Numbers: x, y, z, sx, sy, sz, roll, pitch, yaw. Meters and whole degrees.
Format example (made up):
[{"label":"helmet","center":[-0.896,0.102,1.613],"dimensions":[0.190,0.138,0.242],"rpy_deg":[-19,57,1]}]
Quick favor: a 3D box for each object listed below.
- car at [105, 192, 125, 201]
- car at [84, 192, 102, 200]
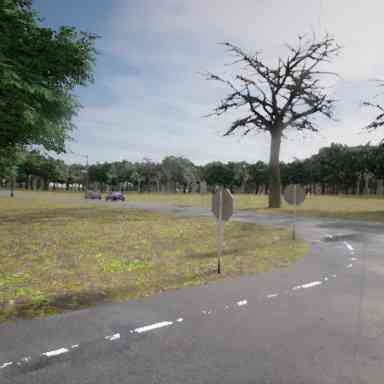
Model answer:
[{"label":"car","center":[-12.004,0.717,52.091],"dimensions":[1.812,1.442,4.674],"rpy_deg":[2,-1,-35]},{"label":"car","center":[-17.952,0.690,60.289],"dimensions":[2.033,1.411,5.357],"rpy_deg":[2,-1,-36]}]
